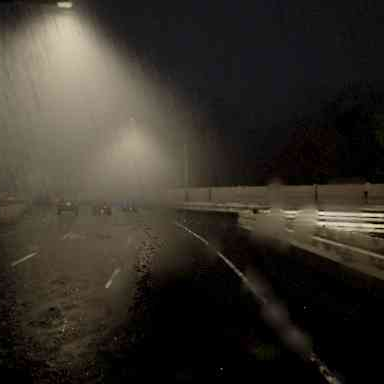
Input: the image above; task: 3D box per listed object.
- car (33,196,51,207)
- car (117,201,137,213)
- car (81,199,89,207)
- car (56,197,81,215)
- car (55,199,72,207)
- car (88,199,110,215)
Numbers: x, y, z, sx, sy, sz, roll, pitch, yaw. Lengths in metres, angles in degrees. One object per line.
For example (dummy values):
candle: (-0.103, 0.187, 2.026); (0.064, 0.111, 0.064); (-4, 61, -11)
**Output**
car: (-29.261, 1.835, 64.772); (2.150, 2.045, 5.566); (0, -1, -39)
car: (-8.048, 1.861, 41.462); (1.812, 1.442, 4.674); (0, 0, -21)
car: (-21.308, 2.080, 65.784); (1.837, 1.490, 4.892); (1, -1, -36)
car: (-14.950, 1.582, 40.065); (2.150, 2.045, 5.566); (0, -1, -22)
car: (-25.049, 2.153, 64.922); (1.994, 1.385, 4.181); (0, -1, -37)
car: (-10.508, 1.830, 38.153); (1.837, 1.490, 4.892); (1, 0, -20)
